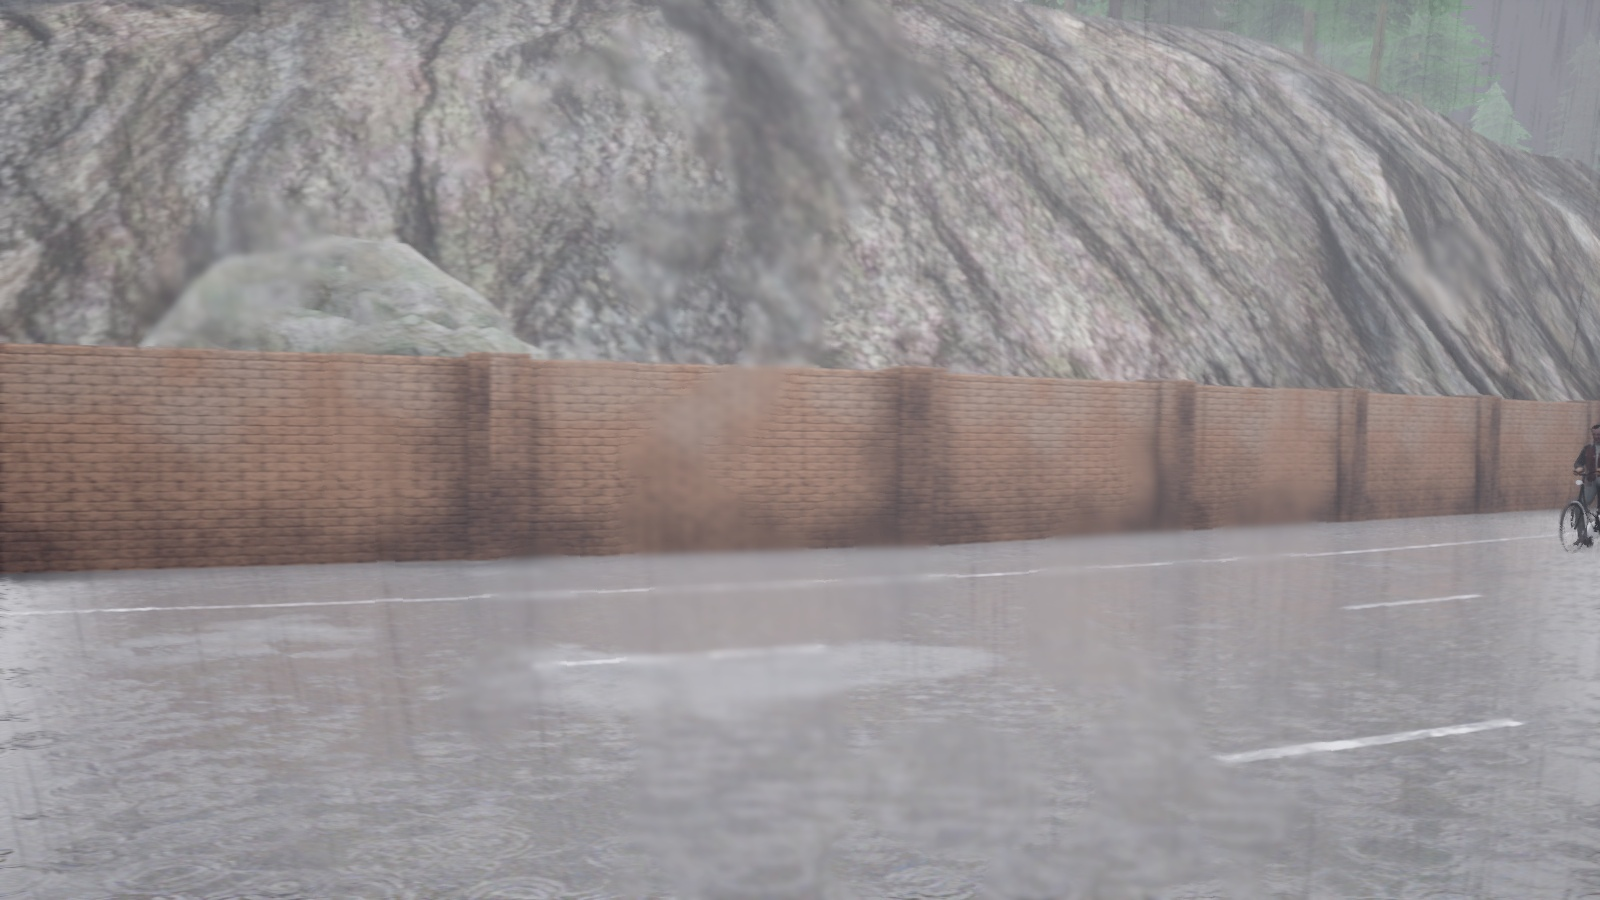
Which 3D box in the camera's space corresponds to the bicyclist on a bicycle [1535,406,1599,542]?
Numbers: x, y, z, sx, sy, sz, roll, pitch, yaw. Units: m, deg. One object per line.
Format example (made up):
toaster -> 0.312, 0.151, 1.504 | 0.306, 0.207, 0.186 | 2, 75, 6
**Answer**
bicyclist on a bicycle -> 10.840, 0.297, 17.177 | 1.843, 1.776, 0.659 | -1, 1, -35
